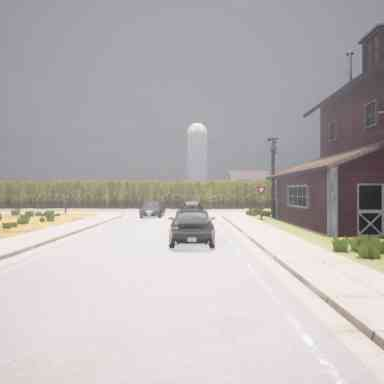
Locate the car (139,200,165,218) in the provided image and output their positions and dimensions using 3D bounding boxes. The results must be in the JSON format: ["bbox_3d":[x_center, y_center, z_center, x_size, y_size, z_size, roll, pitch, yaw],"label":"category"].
[{"bbox_3d":[-3.500,1.518,29.669,2.128,1.511,4.902,0,0,0],"label":"car"}]

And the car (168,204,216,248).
[{"bbox_3d":[0.000,1.513,14.650,1.837,1.490,4.892,0,0,0],"label":"car"}]

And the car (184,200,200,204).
[{"bbox_3d":[0.000,1.482,29.650,1.882,1.535,5.008,0,0,0],"label":"car"}]
